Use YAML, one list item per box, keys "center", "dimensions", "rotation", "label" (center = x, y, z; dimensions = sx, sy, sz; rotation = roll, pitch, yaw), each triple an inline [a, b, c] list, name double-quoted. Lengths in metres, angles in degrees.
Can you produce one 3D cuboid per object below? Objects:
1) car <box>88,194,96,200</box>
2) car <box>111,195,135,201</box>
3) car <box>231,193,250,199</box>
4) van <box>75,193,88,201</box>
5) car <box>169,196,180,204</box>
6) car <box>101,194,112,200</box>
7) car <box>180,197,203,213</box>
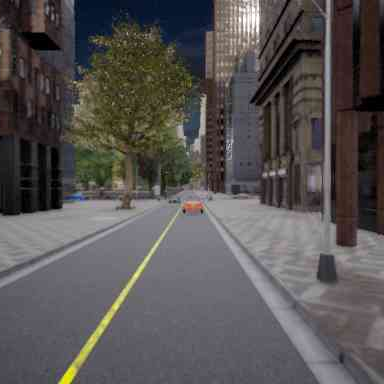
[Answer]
- center: [-25.923, 1.251, 82.196]
  dimensions: [4.403, 1.369, 2.008]
  rotation: [0, 1, 0]
  label: "car"
- center: [-14.915, 1.310, 73.602]
  dimensions: [4.403, 1.369, 2.008]
  rotation: [0, 1, 0]
  label: "car"
- center: [11.949, 0.962, 81.958]
  dimensions: [4.829, 1.417, 1.752]
  rotation: [-1, 1, 0]
  label: "car"
- center: [-25.966, 1.158, 73.667]
  dimensions: [3.998, 1.788, 1.690]
  rotation: [0, 1, 0]
  label: "van"
- center: [-2.989, 1.379, 58.364]
  dimensions: [1.994, 1.385, 4.181]
  rotation: [0, 0, 0]
  label: "car"
- center: [-20.398, 1.256, 82.162]
  dimensions: [4.206, 1.307, 1.802]
  rotation: [0, 1, 0]
  label: "car"
- center: [0.108, 1.280, 36.759]
  dimensions: [2.097, 1.767, 4.553]
  rotation: [0, 0, 0]
  label: "car"
